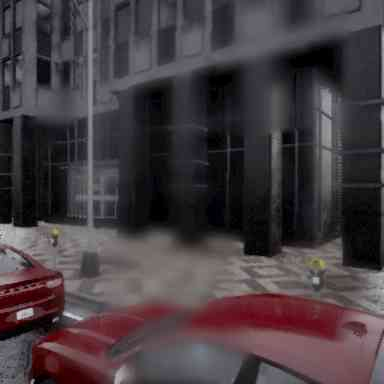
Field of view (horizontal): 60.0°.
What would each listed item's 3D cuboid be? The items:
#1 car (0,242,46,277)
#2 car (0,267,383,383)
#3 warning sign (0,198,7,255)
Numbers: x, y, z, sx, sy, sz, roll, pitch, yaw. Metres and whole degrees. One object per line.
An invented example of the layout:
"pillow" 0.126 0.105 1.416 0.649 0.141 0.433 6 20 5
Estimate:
"car" -4.119 1.548 5.898 4.507 1.381 1.887 0 0 35
"car" 0.474 1.545 2.623 4.507 1.381 1.887 0 0 35
"warning sign" -6.903 1.122 10.721 1.060 1.860 1.300 0 0 35
